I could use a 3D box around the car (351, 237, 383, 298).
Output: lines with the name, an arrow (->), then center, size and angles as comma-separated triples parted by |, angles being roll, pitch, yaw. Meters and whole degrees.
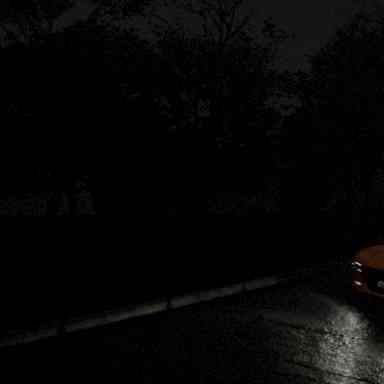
car -> 5.675, 1.486, 7.734 | 5.008, 1.535, 1.882 | 0, 0, -36
